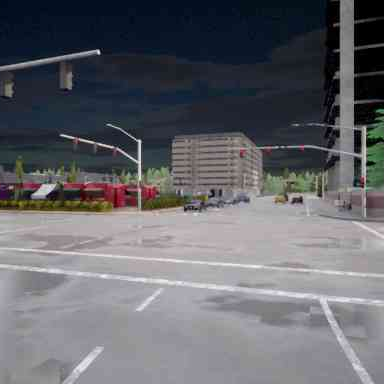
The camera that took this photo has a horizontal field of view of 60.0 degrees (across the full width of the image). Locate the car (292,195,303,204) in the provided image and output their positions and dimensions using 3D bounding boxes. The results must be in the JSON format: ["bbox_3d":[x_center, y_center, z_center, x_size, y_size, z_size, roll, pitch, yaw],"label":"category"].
[{"bbox_3d":[20.323,1.478,63.877,1.882,1.535,5.008,0,-1,19],"label":"car"}]

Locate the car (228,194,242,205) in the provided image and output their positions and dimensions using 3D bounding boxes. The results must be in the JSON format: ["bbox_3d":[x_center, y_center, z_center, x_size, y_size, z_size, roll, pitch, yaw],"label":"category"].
[{"bbox_3d":[6.706,1.491,57.046,2.128,1.511,4.902,0,0,19],"label":"car"}]

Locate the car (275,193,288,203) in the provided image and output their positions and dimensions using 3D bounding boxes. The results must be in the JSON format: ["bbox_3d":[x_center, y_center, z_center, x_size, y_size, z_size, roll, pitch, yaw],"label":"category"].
[{"bbox_3d":[18.304,1.478,69.013,1.882,1.535,5.008,0,0,19],"label":"car"}]

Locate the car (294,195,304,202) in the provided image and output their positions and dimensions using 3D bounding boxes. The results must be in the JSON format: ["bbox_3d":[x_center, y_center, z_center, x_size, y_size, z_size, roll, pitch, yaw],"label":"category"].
[{"bbox_3d":[24.818,1.525,77.347,2.128,1.511,4.902,0,0,19],"label":"car"}]

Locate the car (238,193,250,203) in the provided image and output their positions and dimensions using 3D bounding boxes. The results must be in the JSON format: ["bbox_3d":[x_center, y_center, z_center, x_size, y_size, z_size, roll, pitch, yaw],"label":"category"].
[{"bbox_3d":[10.201,1.219,67.080,2.150,2.045,5.566,0,0,20],"label":"car"}]

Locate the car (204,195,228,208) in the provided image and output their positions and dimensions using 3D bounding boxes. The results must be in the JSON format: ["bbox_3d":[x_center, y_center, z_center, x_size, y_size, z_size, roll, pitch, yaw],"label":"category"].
[{"bbox_3d":[3.347,1.505,47.249,1.837,1.490,4.892,0,0,19],"label":"car"}]

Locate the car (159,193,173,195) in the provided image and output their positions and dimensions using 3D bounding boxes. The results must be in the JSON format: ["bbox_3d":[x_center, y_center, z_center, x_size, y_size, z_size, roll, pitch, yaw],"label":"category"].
[{"bbox_3d":[-7.884,1.209,81.479,4.605,1.855,1.932,0,0,19],"label":"car"}]

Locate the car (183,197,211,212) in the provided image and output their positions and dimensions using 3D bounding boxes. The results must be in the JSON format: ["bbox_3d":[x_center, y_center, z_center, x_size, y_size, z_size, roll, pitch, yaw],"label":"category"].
[{"bbox_3d":[0.468,1.564,38.906,1.994,1.385,4.181,0,0,17],"label":"car"}]
